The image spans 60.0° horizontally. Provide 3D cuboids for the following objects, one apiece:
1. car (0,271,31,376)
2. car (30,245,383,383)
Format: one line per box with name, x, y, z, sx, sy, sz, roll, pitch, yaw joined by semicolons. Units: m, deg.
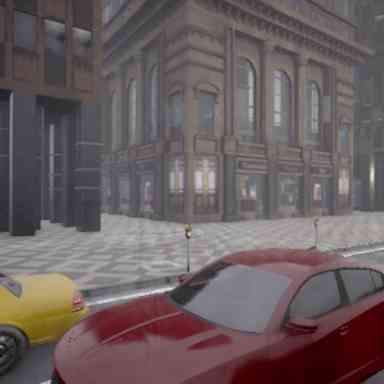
car;-3.778;1.520;3.965;4.829;1.417;1.752;0;0;-35
car;0.973;1.495;4.058;5.008;1.535;1.882;0;0;-35
